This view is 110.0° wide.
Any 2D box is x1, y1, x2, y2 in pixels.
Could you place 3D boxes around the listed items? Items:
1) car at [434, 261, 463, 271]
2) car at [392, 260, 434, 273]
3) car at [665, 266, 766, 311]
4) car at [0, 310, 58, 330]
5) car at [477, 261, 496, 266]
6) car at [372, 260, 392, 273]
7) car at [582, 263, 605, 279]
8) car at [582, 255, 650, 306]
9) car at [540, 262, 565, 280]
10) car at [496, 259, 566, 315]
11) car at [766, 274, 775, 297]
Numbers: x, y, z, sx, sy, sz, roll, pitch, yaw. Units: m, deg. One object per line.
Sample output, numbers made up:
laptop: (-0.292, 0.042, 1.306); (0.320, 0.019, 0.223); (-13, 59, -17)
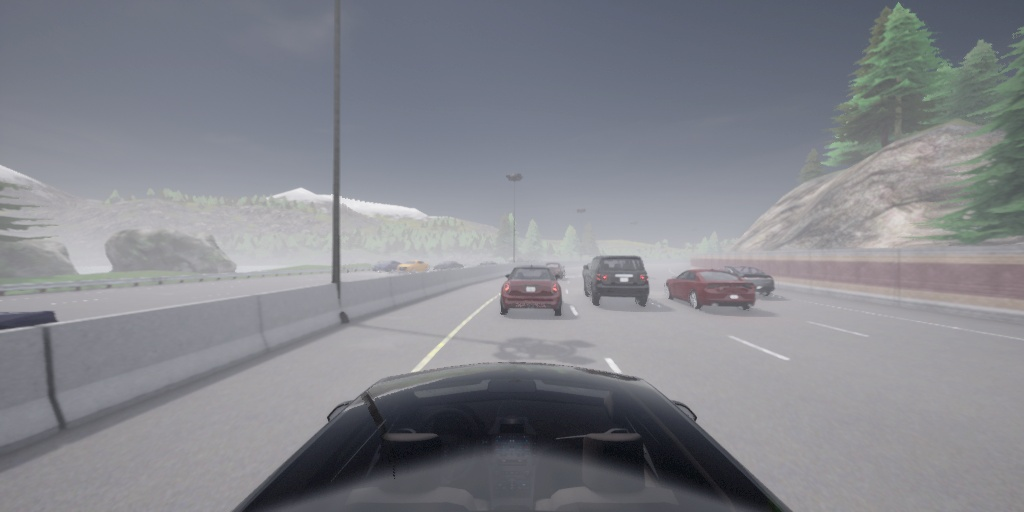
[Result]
car: (-7.820, 1.302, 44.339); (2.033, 1.411, 5.357); (0, 0, 16)
car: (-11.787, 1.219, 43.032); (1.882, 1.535, 5.008); (0, 0, 15)
car: (7.905, 1.260, 14.818); (1.882, 1.535, 5.008); (0, 0, 6)
car: (-10.460, 1.322, 5.190); (1.895, 1.301, 4.718); (0, 0, 2)
car: (-3.240, 1.335, 47.198); (1.994, 1.385, 4.181); (0, 0, 18)
car: (-15.145, 1.258, 44.018); (1.812, 1.442, 4.674); (0, 0, 16)
car: (7.682, 1.358, 33.771); (1.994, 1.385, 4.181); (0, 0, 14)
car: (4.509, 0.994, 16.139); (2.150, 2.045, 5.566); (0, 0, 6)
car: (3.722, 1.307, 32.259); (1.812, 1.442, 4.674); (0, 0, 12)
car: (0.792, 1.112, 13.842); (2.097, 1.767, 4.553); (0, 0, 5)
car: (11.989, 1.289, 19.310); (2.128, 1.511, 4.902); (0, 0, 8)
